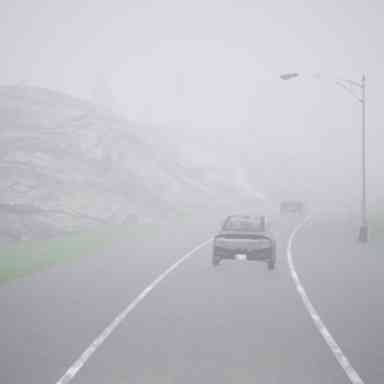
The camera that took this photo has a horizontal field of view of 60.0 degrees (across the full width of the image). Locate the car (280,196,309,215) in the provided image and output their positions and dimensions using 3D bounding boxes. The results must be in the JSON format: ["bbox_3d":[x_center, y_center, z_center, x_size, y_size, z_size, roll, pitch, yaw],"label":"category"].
[{"bbox_3d":[9.319,1.114,30.129,1.882,1.535,5.008,0,2,26],"label":"car"}]

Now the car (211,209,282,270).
[{"bbox_3d":[1.863,1.506,11.295,2.128,1.511,4.902,0,1,13],"label":"car"}]
